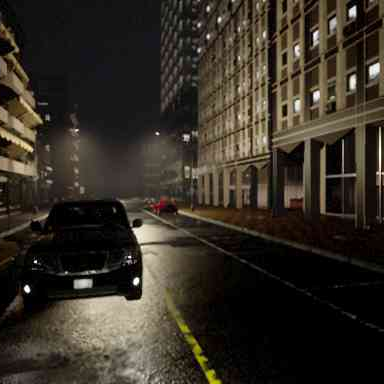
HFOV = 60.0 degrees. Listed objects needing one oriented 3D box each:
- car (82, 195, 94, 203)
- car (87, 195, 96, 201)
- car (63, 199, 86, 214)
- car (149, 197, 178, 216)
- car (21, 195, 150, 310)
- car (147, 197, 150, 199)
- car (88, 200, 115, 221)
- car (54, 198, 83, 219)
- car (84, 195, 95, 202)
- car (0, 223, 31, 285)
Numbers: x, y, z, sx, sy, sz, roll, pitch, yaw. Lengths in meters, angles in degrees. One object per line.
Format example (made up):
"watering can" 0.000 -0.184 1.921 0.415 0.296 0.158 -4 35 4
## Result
"car" -19.182 1.339 61.537 2.008 1.369 4.403 0 0 -15
"car" -23.940 1.314 79.482 1.802 1.307 4.206 0 0 -15
"car" -12.015 1.462 34.218 1.802 1.307 4.206 0 0 -15
"car" -2.476 1.407 30.880 1.887 1.381 4.507 0 0 -15
"car" -2.539 1.189 8.298 2.150 2.045 5.566 0 0 -15
"car" -5.343 1.373 41.808 2.008 1.369 4.403 0 0 -15
"car" -7.440 1.458 27.385 1.994 1.385 4.181 0 0 -15
"car" -10.582 1.340 28.754 1.967 1.590 4.097 0 0 -15
"car" -20.614 1.321 67.000 2.008 1.369 4.403 0 0 -15
"car" -4.807 1.508 6.736 1.752 1.417 4.829 0 0 -15
